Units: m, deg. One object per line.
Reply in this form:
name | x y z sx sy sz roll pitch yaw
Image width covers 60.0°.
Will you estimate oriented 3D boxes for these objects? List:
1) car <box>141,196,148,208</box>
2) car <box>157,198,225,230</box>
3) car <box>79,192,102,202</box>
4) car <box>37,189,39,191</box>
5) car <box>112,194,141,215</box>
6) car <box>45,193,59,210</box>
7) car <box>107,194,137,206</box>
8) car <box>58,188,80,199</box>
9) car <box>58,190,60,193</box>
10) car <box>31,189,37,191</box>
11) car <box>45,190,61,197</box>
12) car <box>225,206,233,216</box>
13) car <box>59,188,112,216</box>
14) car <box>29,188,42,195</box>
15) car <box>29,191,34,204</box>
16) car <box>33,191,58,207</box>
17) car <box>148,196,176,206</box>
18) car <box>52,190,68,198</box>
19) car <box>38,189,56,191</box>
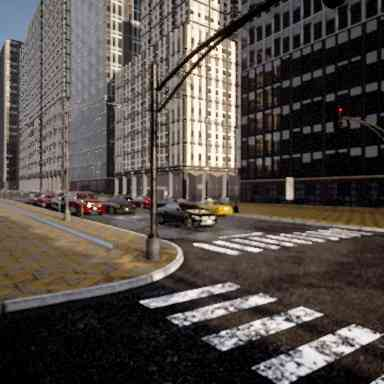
car | -5.324 1.083 36.453 1.802 1.307 4.206 2 0 -36
car | -0.422 1.312 19.941 1.812 1.442 4.674 0 1 -36
car | -15.286 0.751 50.054 1.947 1.339 4.313 1 0 -36
car | -31.888 0.208 72.723 1.887 1.381 4.507 1 0 -36
car | -6.346 1.162 28.028 1.994 1.385 4.181 0 1 -36
car | -12.079 1.041 31.494 1.947 1.339 4.313 2 0 -36
car | -8.645 0.961 40.987 1.947 1.339 4.313 1 0 -36
car | -21.920 0.291 59.120 2.192 1.841 5.009 1 0 -36
car | -12.818 0.745 36.887 2.097 1.767 4.553 0 1 -36
car | -35.206 -0.001 77.256 1.967 1.590 4.097 1 0 -36
car | -28.567 0.318 68.189 2.008 1.369 4.403 1 0 -36
car | 1.286 1.234 27.578 1.752 1.417 4.829 2 0 -36
car | -8.751 0.895 26.960 2.192 1.841 5.009 2 0 -36
car | -38.526 -0.105 81.790 1.967 1.590 4.097 1 0 -36
car | -18.719 0.846 40.560 1.802 1.307 4.206 2 0 -36
car | -15.398 0.914 36.026 1.887 1.381 4.507 2 0 -36
car | -2.003 1.172 31.920 1.947 1.339 4.313 2 0 -36
car | -25.347 0.394 63.792 1.752 1.417 4.829 1 0 -36
car | -25.518 0.468 59.594 2.033 1.411 5.357 0 1 -34
